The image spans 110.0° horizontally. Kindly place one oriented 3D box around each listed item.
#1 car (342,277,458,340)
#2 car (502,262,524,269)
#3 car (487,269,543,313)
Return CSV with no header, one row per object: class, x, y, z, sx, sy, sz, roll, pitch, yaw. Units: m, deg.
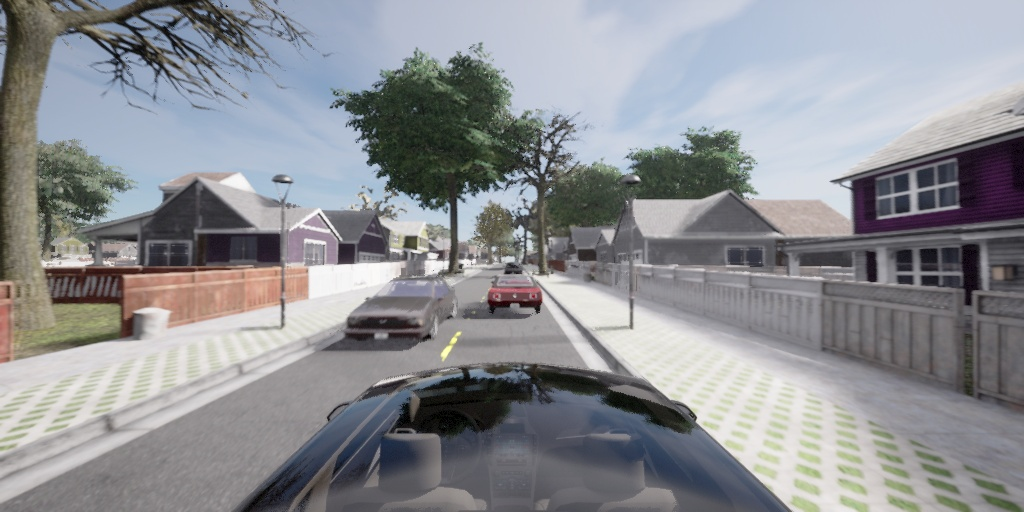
car,-2.749,1.304,10.211,2.033,1.411,5.357,0,0,0
car,0.108,1.329,36.048,1.837,1.490,4.892,0,0,0
car,0.103,1.364,14.119,1.895,1.301,4.718,0,0,0
